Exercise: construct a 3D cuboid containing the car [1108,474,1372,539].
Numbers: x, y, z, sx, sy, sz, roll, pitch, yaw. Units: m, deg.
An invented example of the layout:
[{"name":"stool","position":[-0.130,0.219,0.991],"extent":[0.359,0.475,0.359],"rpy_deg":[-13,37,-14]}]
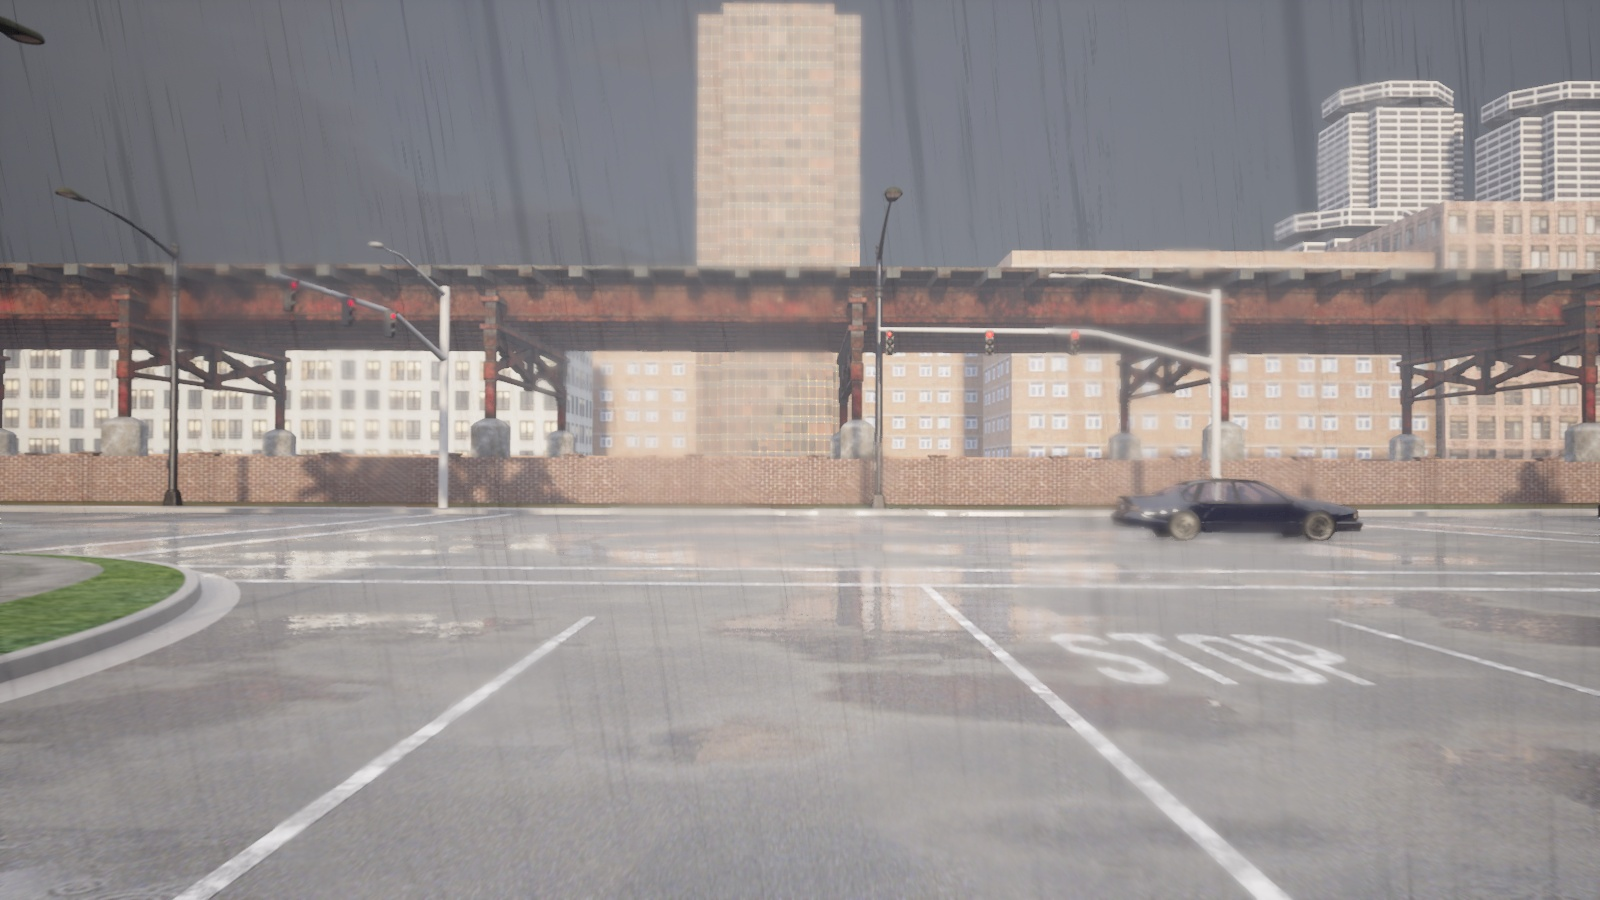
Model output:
[{"name":"car","position":[10.039,1.282,28.972],"extent":[5.357,1.411,2.033],"rpy_deg":[0,-1,1]}]
